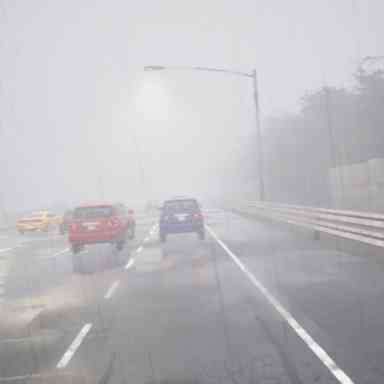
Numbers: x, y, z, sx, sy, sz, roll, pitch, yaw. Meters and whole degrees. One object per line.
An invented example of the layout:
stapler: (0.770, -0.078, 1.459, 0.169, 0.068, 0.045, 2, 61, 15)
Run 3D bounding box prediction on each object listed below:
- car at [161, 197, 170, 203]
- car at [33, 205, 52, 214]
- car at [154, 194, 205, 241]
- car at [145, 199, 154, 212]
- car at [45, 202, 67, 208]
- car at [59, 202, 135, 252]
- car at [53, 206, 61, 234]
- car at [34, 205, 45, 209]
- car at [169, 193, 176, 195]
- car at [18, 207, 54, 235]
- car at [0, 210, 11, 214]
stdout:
car: (-6.546, 1.956, 82.623, 1.994, 1.385, 4.181, -4, 1, -2)
car: (-30.549, 3.524, 68.105, 1.837, 1.490, 4.892, -4, 0, -2)
car: (-0.581, 1.307, 17.657, 2.150, 2.045, 5.566, -4, 0, -2)
car: (-5.308, 1.801, 45.948, 2.097, 1.767, 4.553, -4, 0, -2)
car: (-23.276, 2.818, 58.782, 2.150, 2.045, 5.566, -4, 0, -1)
car: (-4.102, 1.522, 15.885, 2.150, 2.045, 5.566, -4, 0, -3)
car: (-7.831, 1.905, 23.891, 2.097, 1.767, 4.553, -4, 0, -2)
car: (-26.729, 3.369, 57.897, 1.994, 1.385, 4.181, -4, 0, -1)
car: (-1.414, 1.408, 37.902, 2.150, 2.045, 5.566, -4, 0, -2)
car: (-11.385, 2.255, 25.484, 1.882, 1.535, 5.008, -4, 0, -2)
car: (-33.699, 3.838, 57.988, 1.895, 1.301, 4.718, -4, 0, -2)
